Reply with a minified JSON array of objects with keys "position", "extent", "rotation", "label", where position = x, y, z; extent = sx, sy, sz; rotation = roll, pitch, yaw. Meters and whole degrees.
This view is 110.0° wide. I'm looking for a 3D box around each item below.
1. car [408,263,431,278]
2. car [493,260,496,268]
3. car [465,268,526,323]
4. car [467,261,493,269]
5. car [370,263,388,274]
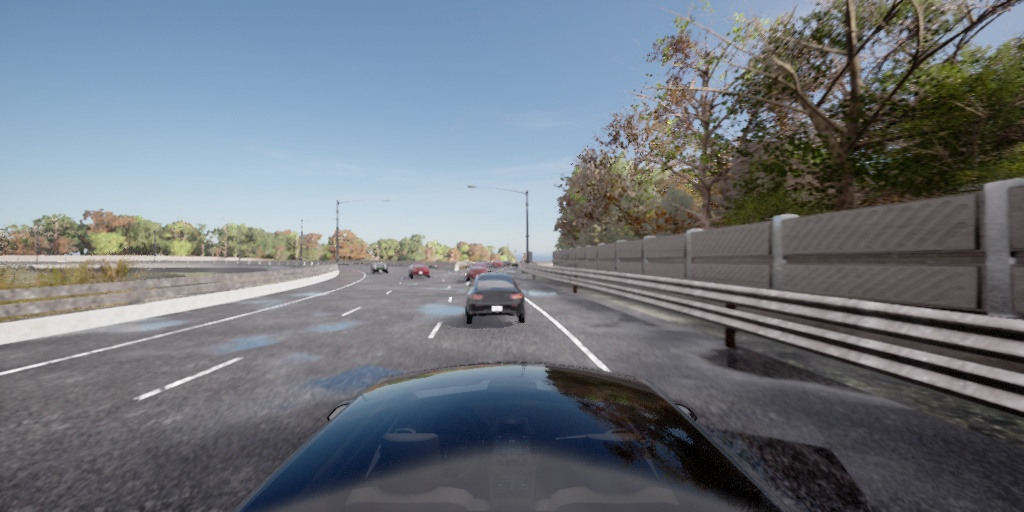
[{"position":[-9.373,1.425,36.183],"extent":[1.812,1.442,4.674],"rotation":[0,0,-18],"label":"car"},{"position":[-3.530,1.400,45.427],"extent":[2.128,1.511,4.902],"rotation":[0,0,-1],"label":"car"},{"position":[-0.620,1.313,12.319],"extent":[1.812,1.442,4.674],"rotation":[0,0,-5],"label":"car"},{"position":[-2.832,1.381,30.189],"extent":[1.812,1.442,4.674],"rotation":[0,0,-5],"label":"car"},{"position":[-17.291,1.564,46.548],"extent":[1.895,1.301,4.718],"rotation":[0,0,-25],"label":"car"}]
